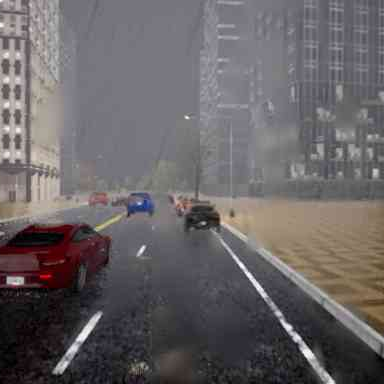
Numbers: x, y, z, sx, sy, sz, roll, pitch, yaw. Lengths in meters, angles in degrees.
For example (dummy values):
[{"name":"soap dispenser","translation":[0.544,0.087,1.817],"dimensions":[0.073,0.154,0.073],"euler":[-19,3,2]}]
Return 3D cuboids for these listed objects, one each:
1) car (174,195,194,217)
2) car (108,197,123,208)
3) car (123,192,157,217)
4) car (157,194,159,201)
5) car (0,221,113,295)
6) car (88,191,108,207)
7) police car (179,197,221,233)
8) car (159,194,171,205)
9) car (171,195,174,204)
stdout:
[{"name":"car","translation":[-0.227,1.155,28.865],"dimensions":[2.097,1.767,4.553],"euler":[0,0,-5]},{"name":"car","translation":[-9.328,1.279,43.285],"dimensions":[1.994,1.385,4.181],"euler":[0,0,-7]},{"name":"car","translation":[-4.442,1.024,29.392],"dimensions":[2.150,2.045,5.566],"euler":[0,0,-5]},{"name":"car","translation":[-6.420,1.037,68.271],"dimensions":[1.812,1.442,4.674],"euler":[0,0,-11]},{"name":"car","translation":[-3.328,1.468,8.480],"dimensions":[1.812,1.442,4.674],"euler":[0,0,-2]},{"name":"car","translation":[-13.012,0.921,46.621],"dimensions":[2.150,2.045,5.566],"euler":[0,0,-7]},{"name":"police car","translation":[0.445,1.296,18.869],"dimensions":[1.930,1.638,5.238],"euler":[0,0,-3]},{"name":"car","translation":[-3.727,1.181,52.069],"dimensions":[1.812,1.442,4.674],"euler":[0,0,-9]},{"name":"car","translation":[-0.765,1.115,34.936],"dimensions":[2.097,1.767,4.553],"euler":[0,0,-6]}]
